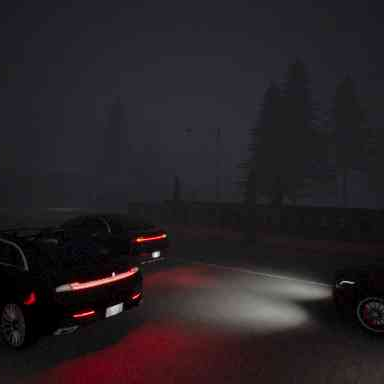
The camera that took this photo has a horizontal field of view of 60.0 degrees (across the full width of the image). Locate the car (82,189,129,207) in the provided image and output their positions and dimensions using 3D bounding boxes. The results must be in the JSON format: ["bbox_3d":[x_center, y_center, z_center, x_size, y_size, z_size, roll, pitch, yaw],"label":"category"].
[{"bbox_3d":[-9.582,0.688,37.442,2.150,2.045,5.566,1,1,38],"label":"car"}]

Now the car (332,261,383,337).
[{"bbox_3d":[4.624,1.525,4.987,4.674,1.442,1.812,0,0,36],"label":"car"}]

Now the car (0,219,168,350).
[{"bbox_3d":[-3.059,1.413,6.132,4.902,1.511,2.128,1,1,36],"label":"car"}]

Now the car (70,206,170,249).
[{"bbox_3d":[-2.915,1.386,10.340,4.892,1.490,1.837,1,1,36],"label":"car"}]
